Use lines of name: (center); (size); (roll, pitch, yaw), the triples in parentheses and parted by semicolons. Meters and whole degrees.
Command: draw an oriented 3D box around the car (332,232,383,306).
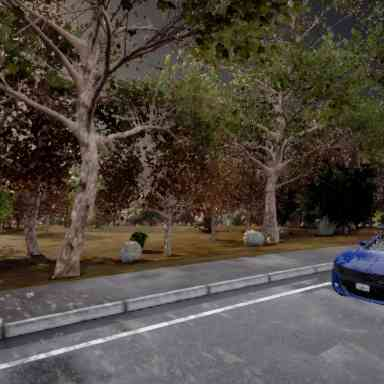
car: (5.262, 1.595, 7.774); (5.008, 1.535, 1.882); (2, -1, -36)
